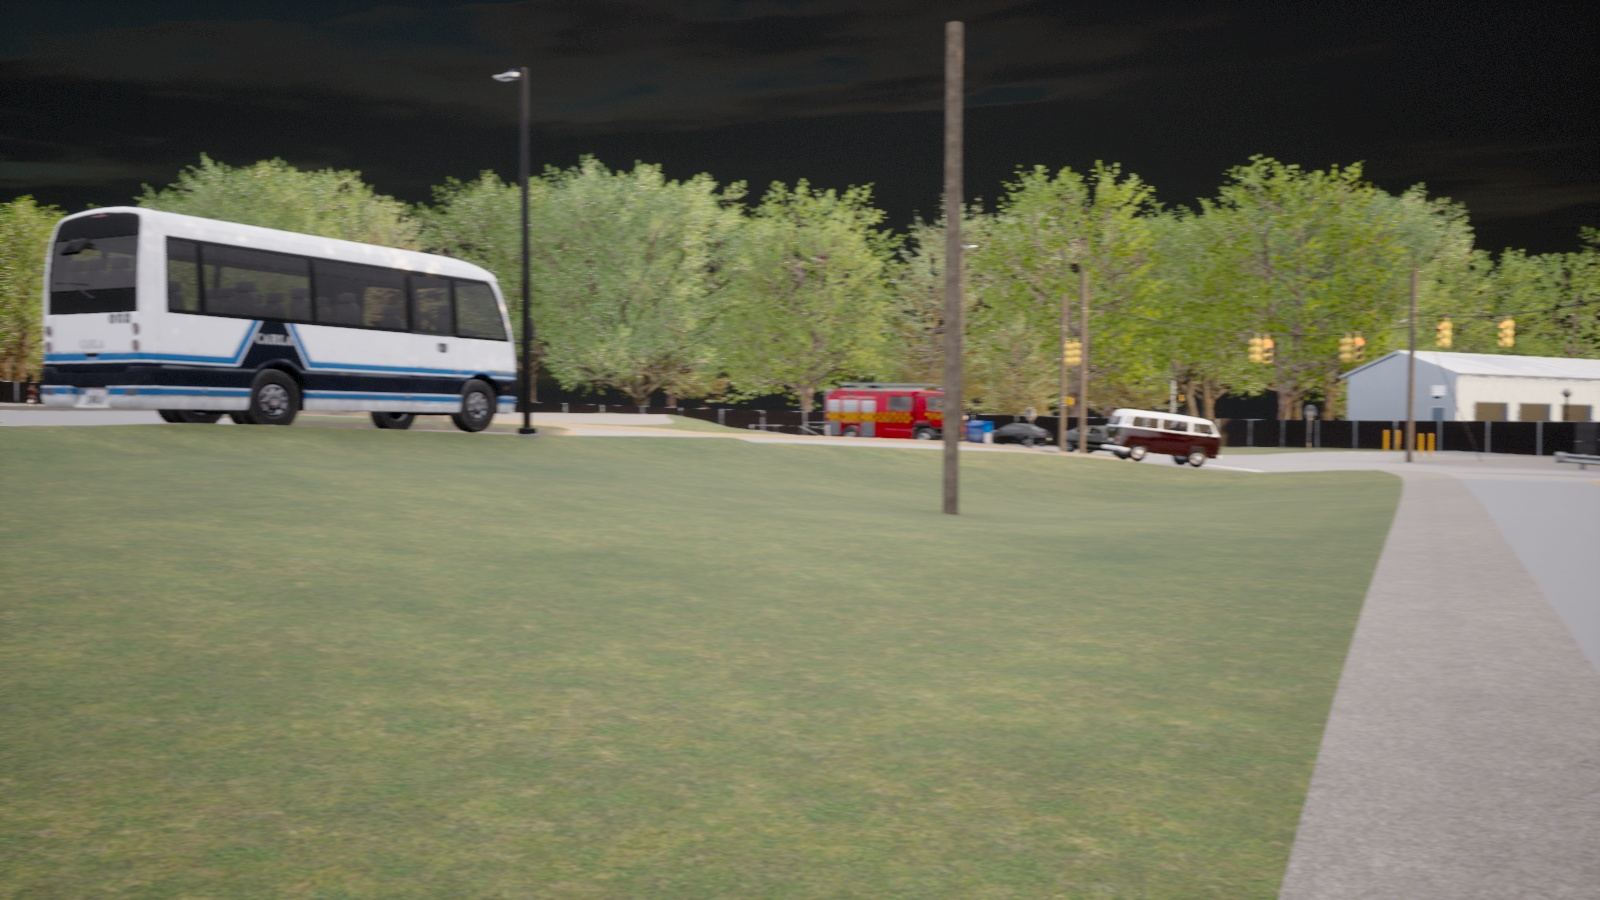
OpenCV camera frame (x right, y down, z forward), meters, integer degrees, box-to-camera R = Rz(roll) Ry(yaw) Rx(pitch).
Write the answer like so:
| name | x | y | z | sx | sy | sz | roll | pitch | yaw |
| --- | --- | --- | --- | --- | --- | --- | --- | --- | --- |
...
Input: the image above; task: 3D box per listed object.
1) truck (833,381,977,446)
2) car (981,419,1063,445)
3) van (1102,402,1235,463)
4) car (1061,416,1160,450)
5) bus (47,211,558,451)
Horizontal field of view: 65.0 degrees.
| name | x | y | z | sx | sy | sz | roll | pitch | yaw |
| --- | --- | --- | --- | --- | --- | --- | --- | --- | --- |
| truck | 6.505 | -2.330 | 78.024 | 8.468 | 3.827 | 2.891 | 1 | 4 | 29 |
| car | 13.647 | -1.155 | 77.433 | 4.674 | 1.442 | 1.812 | 2 | 4 | 39 |
| van | 14.757 | -0.728 | 50.413 | 4.480 | 2.038 | 2.069 | 5 | 2 | -7 |
| car | 17.050 | -0.959 | 69.151 | 2.152 | 1.651 | 5.027 | -3 | 4 | -39 |
| bus | -10.268 | -2.252 | 27.754 | 3.944 | 4.253 | 10.273 | 1 | 2 | 29 |
